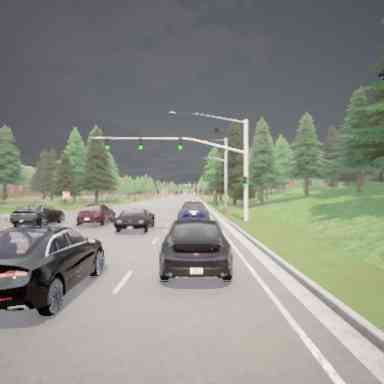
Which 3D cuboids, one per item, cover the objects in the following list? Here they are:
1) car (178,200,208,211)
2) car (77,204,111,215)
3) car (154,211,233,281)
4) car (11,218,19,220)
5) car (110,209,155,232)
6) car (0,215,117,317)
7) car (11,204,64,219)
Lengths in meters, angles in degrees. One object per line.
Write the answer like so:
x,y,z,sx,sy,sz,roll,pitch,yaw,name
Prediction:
0.105,1.436,23.692,2.097,1.767,4.553,0,0,0,car
-6.899,1.612,24.128,1.812,1.442,4.674,0,0,0,car
0.101,1.541,9.957,1.837,1.490,4.892,0,0,0,car
-6.897,1.633,9.029,1.895,1.301,4.718,0,0,0,car
-3.396,1.674,20.495,1.895,1.301,4.718,0,0,0,car
-3.399,1.519,7.509,2.128,1.511,4.902,0,0,0,car
-10.396,1.574,22.748,2.128,1.511,4.902,0,0,0,car
